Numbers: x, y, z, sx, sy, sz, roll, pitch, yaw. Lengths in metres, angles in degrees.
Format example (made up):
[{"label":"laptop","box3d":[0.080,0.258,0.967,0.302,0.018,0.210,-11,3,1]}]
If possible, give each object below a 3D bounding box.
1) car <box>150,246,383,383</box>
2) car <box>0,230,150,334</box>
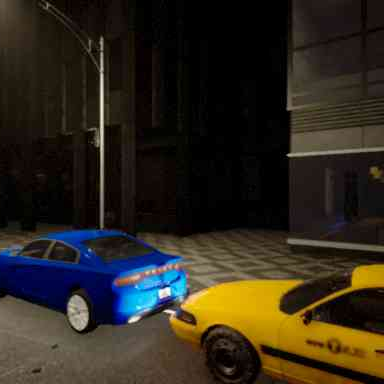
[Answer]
[{"label":"car","box3d":[2.185,1.462,3.591,5.366,1.575,1.801,-1,0,36]},{"label":"car","box3d":[-2.448,1.540,6.970,5.008,1.535,1.882,-1,0,36]}]
